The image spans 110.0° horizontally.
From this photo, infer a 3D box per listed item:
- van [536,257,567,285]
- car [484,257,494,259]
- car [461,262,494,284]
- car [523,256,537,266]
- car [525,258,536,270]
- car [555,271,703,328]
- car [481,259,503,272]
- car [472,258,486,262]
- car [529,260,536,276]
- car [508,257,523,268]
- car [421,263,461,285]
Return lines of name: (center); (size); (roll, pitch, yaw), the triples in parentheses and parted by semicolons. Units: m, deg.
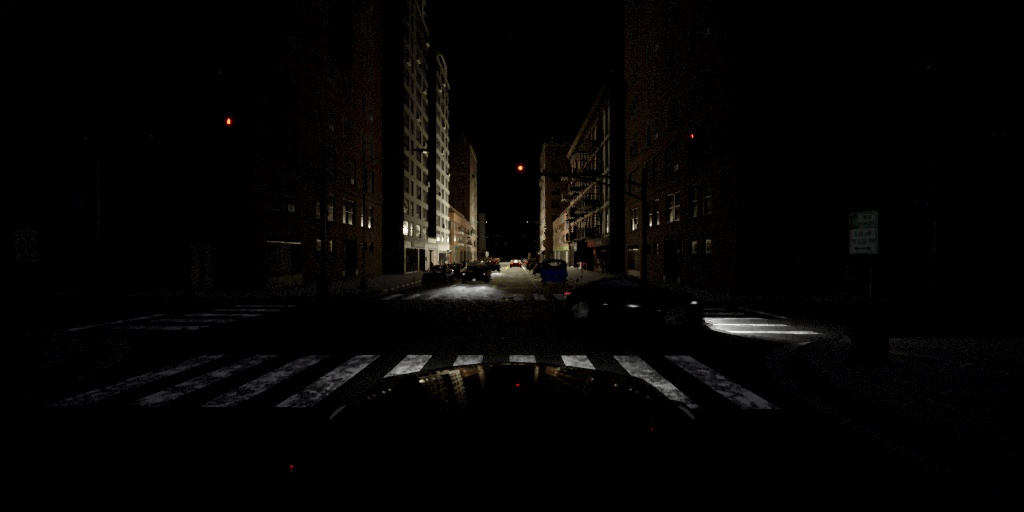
van: (2.855, 1.089, 25.395); (1.690, 1.789, 3.998); (0, 0, 1)
car: (-4.795, 1.296, 65.234); (1.948, 1.339, 4.313); (0, 0, 1)
car: (-2.619, 1.349, 27.062); (1.895, 1.301, 4.718); (0, 0, 1)
car: (3.123, 1.054, 53.801); (2.192, 1.841, 5.009); (0, 0, 1)
car: (3.069, 1.325, 48.120); (1.802, 1.307, 4.207); (0, 0, 1)
car: (3.763, 1.343, 11.534); (4.181, 1.385, 1.994); (0, 0, 21)
car: (-2.438, 1.345, 44.989); (1.895, 1.301, 4.718); (0, 0, 1)
car: (-4.957, 1.268, 48.019); (1.751, 1.417, 4.829); (0, 0, 1)
car: (2.962, 1.329, 36.757); (1.802, 1.307, 4.207); (0, 0, 1)
car: (0.639, 1.336, 59.078); (1.895, 1.301, 4.718); (0, 0, 1)
car: (-5.170, 1.299, 25.462); (2.007, 1.370, 4.403); (0, 0, 1)
